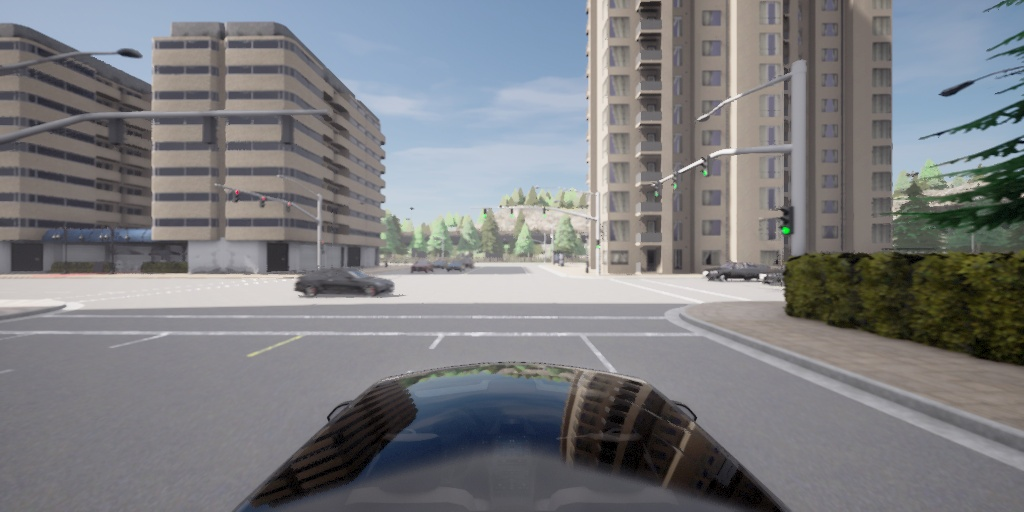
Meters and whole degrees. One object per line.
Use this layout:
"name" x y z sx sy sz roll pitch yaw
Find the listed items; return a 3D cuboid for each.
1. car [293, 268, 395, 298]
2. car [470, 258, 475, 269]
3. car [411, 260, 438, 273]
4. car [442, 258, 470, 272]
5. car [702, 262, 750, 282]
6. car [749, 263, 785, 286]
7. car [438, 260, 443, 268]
"car" -8.232 1.320 17.732 4.674 1.442 1.812 1 0 1
"car" -7.038 1.069 55.636 2.097 1.767 4.553 0 0 0
"car" -10.565 1.202 42.630 1.882 1.535 5.008 0 0 0
"car" -7.057 1.270 45.693 2.033 1.411 5.357 0 0 0
"car" 17.520 1.226 28.039 4.902 1.511 2.128 0 0 1
"car" 19.556 1.228 24.516 4.902 1.511 2.128 0 0 1
"car" -10.547 1.266 52.458 2.033 1.411 5.357 0 0 0
